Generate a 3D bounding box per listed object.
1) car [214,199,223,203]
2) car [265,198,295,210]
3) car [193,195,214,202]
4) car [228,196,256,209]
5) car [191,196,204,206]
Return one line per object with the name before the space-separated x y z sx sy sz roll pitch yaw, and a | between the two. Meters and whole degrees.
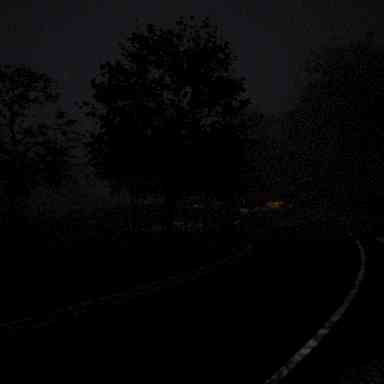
car | 7.358 2.054 80.594 1.812 1.442 4.674 0 -1 17
car | 11.691 1.599 44.565 1.882 1.535 5.008 0 0 -20
car | 3.194 1.870 93.155 5.566 2.045 2.435 0 0 17
car | 6.941 1.387 47.528 2.150 2.045 5.566 0 -1 -20
car | 1.089 1.932 64.358 1.994 1.385 4.181 0 -1 -12
